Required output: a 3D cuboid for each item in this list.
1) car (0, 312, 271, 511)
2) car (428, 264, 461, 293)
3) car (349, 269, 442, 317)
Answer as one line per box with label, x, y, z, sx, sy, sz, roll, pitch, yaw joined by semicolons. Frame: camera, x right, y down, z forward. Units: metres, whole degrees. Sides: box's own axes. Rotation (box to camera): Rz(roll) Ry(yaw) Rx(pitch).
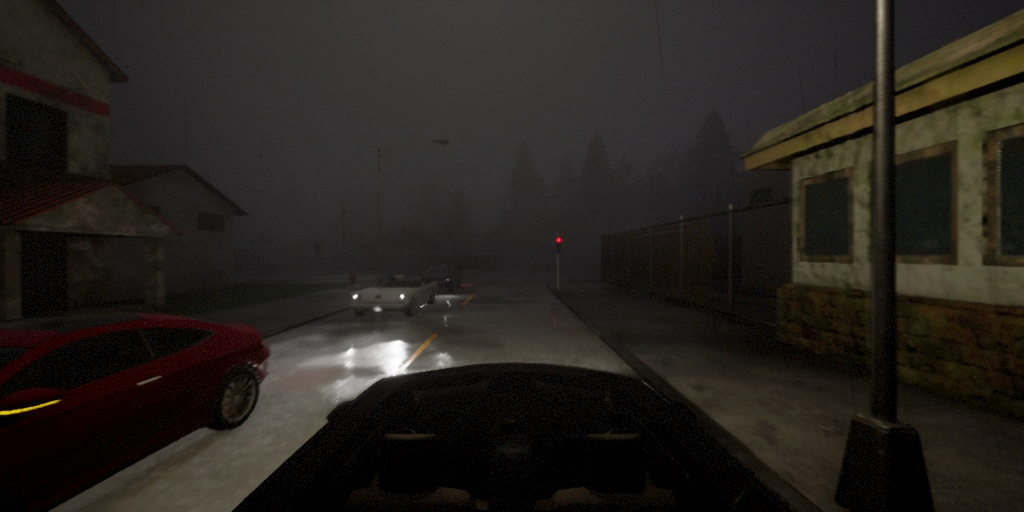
car;-4.081;1.282;2.909;1.812;1.442;4.674;0;0;0
car;-4.030;1.215;20.522;1.812;1.442;4.674;0;0;0
car;-4.089;1.318;13.162;1.895;1.301;4.718;0;0;0
